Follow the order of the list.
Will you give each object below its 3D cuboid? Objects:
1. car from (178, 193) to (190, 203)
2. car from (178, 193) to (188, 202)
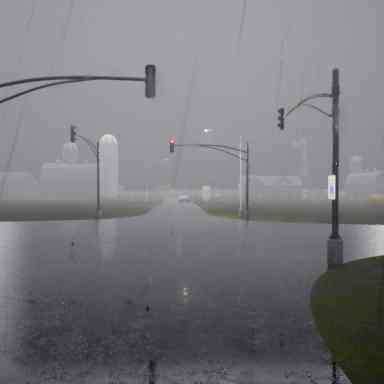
[{"bbox_3d":[-1.526,1.553,69.932,1.812,1.442,4.674,0,0,-3],"label":"car"},{"bbox_3d":[-2.113,1.189,79.966,2.150,2.045,5.566,0,0,-4],"label":"car"}]
